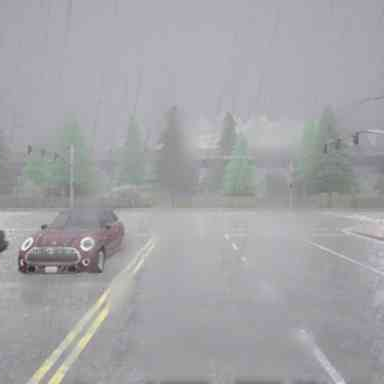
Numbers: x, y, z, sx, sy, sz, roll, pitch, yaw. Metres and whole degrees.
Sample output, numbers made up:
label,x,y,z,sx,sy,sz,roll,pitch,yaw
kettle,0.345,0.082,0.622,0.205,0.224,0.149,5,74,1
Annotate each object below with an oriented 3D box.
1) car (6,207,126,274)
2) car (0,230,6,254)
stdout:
label,x,y,z,sx,sy,sz,roll,pitch,yaw
car,-3.512,1.348,10.577,2.097,1.767,4.553,0,0,0
car,-7.028,1.545,8.742,2.033,1.411,5.357,0,0,0
